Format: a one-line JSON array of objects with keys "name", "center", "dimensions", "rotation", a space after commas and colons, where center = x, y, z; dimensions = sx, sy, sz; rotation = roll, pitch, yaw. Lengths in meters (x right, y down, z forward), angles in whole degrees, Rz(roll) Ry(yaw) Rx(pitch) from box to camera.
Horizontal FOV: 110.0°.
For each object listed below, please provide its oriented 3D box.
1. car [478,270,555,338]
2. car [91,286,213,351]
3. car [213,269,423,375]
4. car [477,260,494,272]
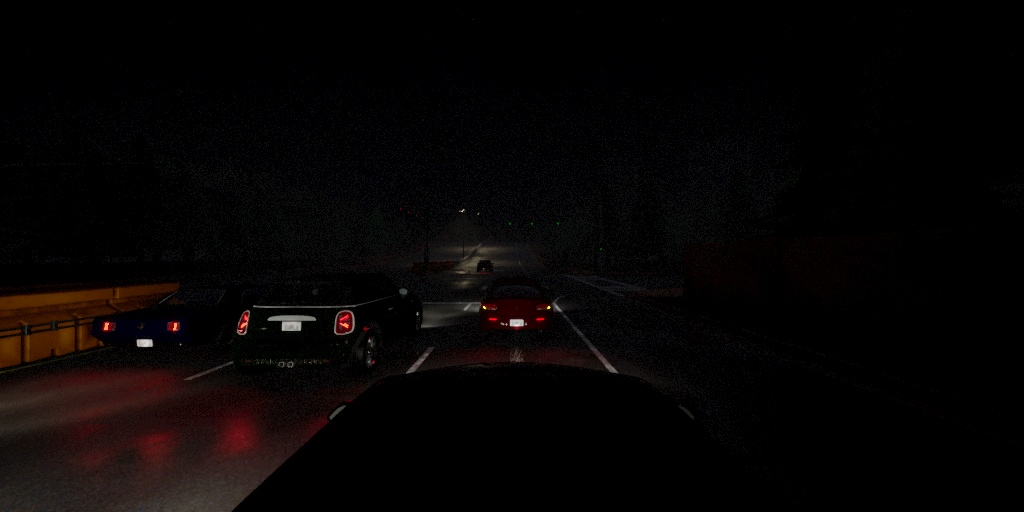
[{"name": "car", "center": [0.103, 1.276, 10.035], "dimensions": [1.812, 1.442, 4.674], "rotation": [0, 0, 0]}, {"name": "car", "center": [-6.897, 1.351, 8.963], "dimensions": [1.895, 1.301, 4.718], "rotation": [0, 0, 0]}, {"name": "car", "center": [-3.396, 1.102, 7.647], "dimensions": [2.097, 1.767, 4.553], "rotation": [0, 0, 0]}, {"name": "car", "center": [-3.383, 1.255, 45.486], "dimensions": [1.837, 1.490, 4.892], "rotation": [0, 0, 0]}]
